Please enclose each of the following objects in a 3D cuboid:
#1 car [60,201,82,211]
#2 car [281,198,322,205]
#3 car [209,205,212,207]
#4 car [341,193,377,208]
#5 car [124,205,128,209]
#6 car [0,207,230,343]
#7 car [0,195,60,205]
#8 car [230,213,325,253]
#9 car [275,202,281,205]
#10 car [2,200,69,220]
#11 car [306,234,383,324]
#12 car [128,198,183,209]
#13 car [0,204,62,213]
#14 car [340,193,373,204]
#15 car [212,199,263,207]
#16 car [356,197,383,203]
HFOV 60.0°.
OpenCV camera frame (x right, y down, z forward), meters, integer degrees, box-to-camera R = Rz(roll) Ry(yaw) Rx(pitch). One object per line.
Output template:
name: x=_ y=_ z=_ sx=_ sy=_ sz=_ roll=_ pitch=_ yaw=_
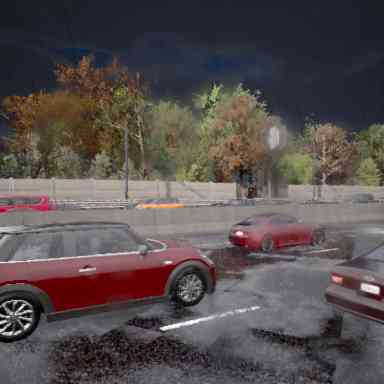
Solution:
car: x=-11.034 y=1.492 z=25.754 sx=4.902 sy=1.511 sz=2.128 roll=0 pitch=0 yaw=-30
car: x=13.572 y=1.493 z=40.091 sx=4.902 sy=1.511 sz=2.128 roll=0 pitch=0 yaw=-30
car: x=4.578 y=1.548 z=38.903 sx=5.357 sy=1.411 sz=2.033 roll=0 pitch=0 yaw=-30
car: x=25.728 y=1.223 z=51.208 sx=5.566 sy=2.045 sz=2.150 roll=-2 pitch=1 yaw=-30
car: x=-4.445 y=1.505 z=33.642 sx=4.892 sy=1.490 sz=1.837 roll=0 pitch=0 yaw=-30
car: x=-1.759 y=1.353 z=6.622 sx=4.553 sy=1.767 sz=2.097 roll=0 pitch=0 yaw=-30
car: x=-11.771 y=1.222 z=21.271 sx=5.566 sy=2.045 sz=2.150 roll=0 pitch=0 yaw=-30
car: x=3.540 y=1.563 z=13.760 sx=4.181 sy=1.385 sz=1.994 roll=0 pitch=0 yaw=-30
car: x=13.489 y=1.550 z=44.090 sx=5.357 sy=1.411 sz=2.033 roll=0 pitch=0 yaw=-30
car: x=-13.344 y=1.478 z=28.461 sx=5.008 sy=1.535 sz=1.882 roll=0 pitch=0 yaw=-30
car: x=4.905 y=1.546 z=6.445 sx=5.357 sy=1.411 sz=2.033 roll=0 pitch=0 yaw=-31
car: x=-3.041 y=1.352 z=30.411 sx=4.553 sy=1.767 sz=2.097 roll=0 pitch=0 yaw=-30
car: x=-9.730 y=1.564 z=18.415 sx=4.181 sy=1.385 sz=1.994 roll=0 pitch=0 yaw=-30
car: x=22.100 y=1.358 z=45.059 sx=4.553 sy=1.767 sz=2.097 roll=0 pitch=0 yaw=-30
car: x=5.159 y=1.548 z=35.190 sx=5.357 sy=1.411 sz=2.033 roll=0 pitch=0 yaw=-30
car: x=23.146 y=1.606 z=41.618 sx=4.718 sy=1.301 sz=1.895 roll=0 pitch=0 yaw=-30
